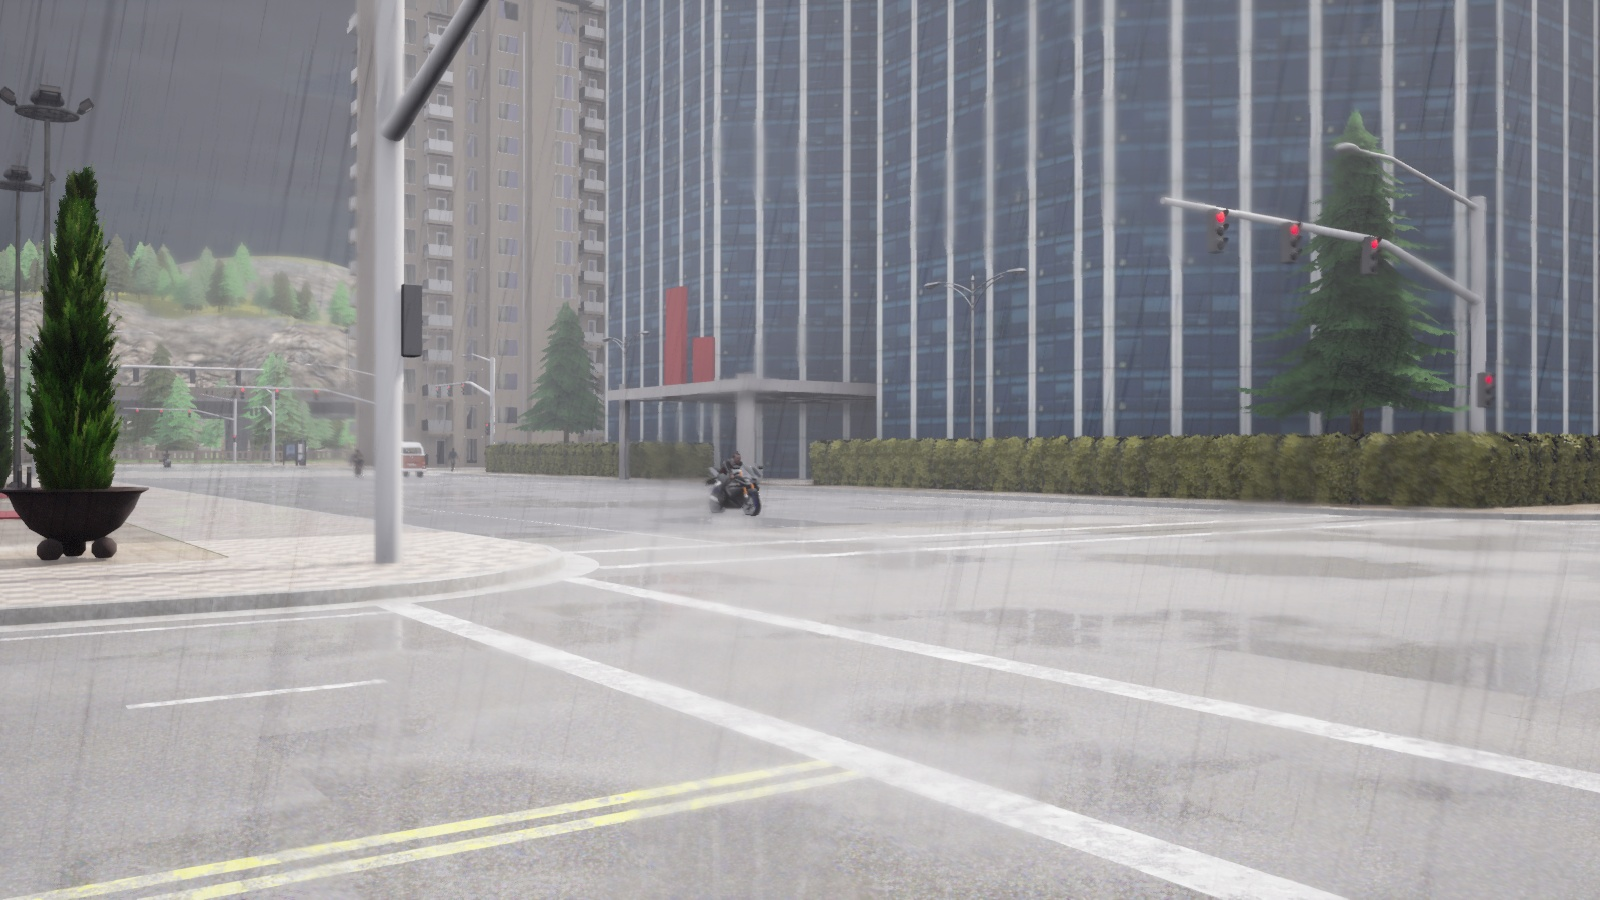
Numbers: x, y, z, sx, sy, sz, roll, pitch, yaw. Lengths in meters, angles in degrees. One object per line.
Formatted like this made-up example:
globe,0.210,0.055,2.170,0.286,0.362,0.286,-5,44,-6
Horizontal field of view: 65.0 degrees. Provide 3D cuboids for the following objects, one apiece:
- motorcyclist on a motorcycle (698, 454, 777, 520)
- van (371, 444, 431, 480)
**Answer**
motorcyclist on a motorcycle,-1.521,0.857,30.189,0.866,1.530,2.191,0,0,-35
van,-23.235,0.696,73.072,2.069,2.038,4.480,0,0,-35
